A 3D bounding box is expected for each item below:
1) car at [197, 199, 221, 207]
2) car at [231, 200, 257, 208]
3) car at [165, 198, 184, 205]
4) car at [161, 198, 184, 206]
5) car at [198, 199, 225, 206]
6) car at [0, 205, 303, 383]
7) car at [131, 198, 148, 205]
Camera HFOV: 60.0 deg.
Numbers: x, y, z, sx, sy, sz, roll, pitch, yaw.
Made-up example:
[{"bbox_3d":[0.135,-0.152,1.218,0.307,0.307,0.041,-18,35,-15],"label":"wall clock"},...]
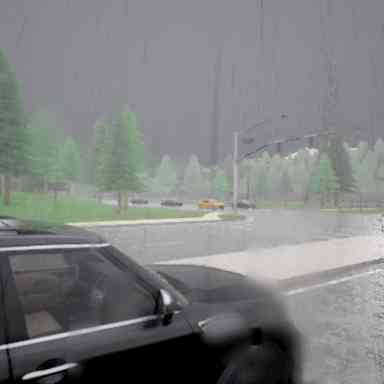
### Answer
[{"bbox_3d":[3.043,1.975,60.535,1.812,1.442,4.674,1,0,-35],"label":"car"},{"bbox_3d":[8.235,1.974,53.092,1.812,1.442,4.674,1,0,-35],"label":"car"},{"bbox_3d":[-3.777,1.976,70.392,1.812,1.442,4.674,1,0,-35],"label":"car"},{"bbox_3d":[-3.408,1.967,57.519,1.895,1.301,4.718,1,-1,-35],"label":"car"},{"bbox_3d":[2.797,1.842,48.654,1.882,1.535,5.008,1,0,-35],"label":"car"},{"bbox_3d":[-1.499,1.223,2.675,5.566,2.045,2.150,1,-1,-36],"label":"car"},{"bbox_3d":[-10.712,1.966,68.090,1.895,1.301,4.718,1,0,-35],"label":"car"}]
